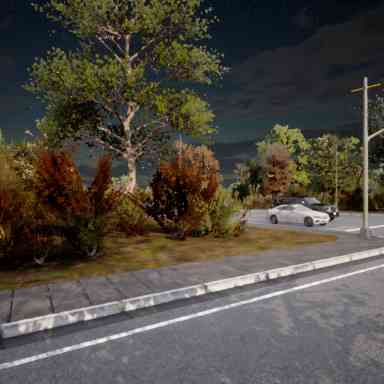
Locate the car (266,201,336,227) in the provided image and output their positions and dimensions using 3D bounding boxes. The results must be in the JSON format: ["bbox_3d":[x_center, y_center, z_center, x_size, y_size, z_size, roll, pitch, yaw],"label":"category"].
[{"bbox_3d":[7.401,1.599,23.669,1.812,1.442,4.674,0,-1,-38],"label":"car"}]

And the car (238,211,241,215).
[{"bbox_3d":[2.854,1.588,34.535,2.097,1.767,4.553,0,-1,-42],"label":"car"}]

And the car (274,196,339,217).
[{"bbox_3d":[9.084,1.315,27.263,2.150,2.045,5.566,0,-1,-37],"label":"car"}]
